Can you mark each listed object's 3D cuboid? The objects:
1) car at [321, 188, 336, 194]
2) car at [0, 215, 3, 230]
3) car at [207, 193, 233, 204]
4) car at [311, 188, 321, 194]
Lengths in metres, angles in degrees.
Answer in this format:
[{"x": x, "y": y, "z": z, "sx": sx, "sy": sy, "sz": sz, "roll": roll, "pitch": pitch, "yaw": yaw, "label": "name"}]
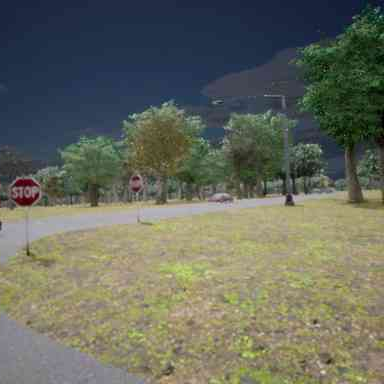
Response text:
[{"x": 35.401, "y": -0.387, "z": 84.898, "sx": 2.128, "sy": 1.511, "sz": 4.902, "roll": -4, "pitch": -1, "yaw": 33, "label": "car"}, {"x": -9.913, "y": 1.225, "z": 12.534, "sx": 1.882, "sy": 1.535, "sz": 5.008, "roll": -1, "pitch": 3, "yaw": 35, "label": "car"}, {"x": 3.894, "y": 0.845, "z": 45.038, "sx": 1.812, "sy": 1.442, "sz": 4.674, "roll": -4, "pitch": -1, "yaw": 34, "label": "car"}, {"x": 32.501, "y": -0.203, "z": 86.907, "sx": 1.812, "sy": 1.442, "sz": 4.674, "roll": -4, "pitch": -1, "yaw": 34, "label": "car"}]
